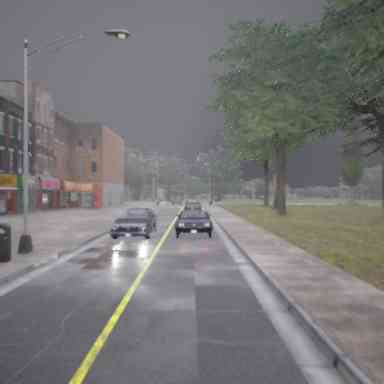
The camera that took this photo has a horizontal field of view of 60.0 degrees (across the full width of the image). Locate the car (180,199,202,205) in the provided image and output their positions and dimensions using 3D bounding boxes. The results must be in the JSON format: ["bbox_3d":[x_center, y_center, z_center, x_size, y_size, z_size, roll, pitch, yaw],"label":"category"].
[{"bbox_3d":[0.083,1.572,37.433,2.128,1.511,4.902,0,0,0],"label":"car"}]

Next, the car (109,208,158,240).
[{"bbox_3d":[-2.858,1.558,17.494,2.033,1.411,5.357,0,0,0],"label":"car"}]

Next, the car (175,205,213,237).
[{"bbox_3d":[0.092,1.613,18.200,1.895,1.301,4.718,0,0,0],"label":"car"}]

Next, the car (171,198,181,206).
[{"bbox_3d":[-2.775,1.712,60.051,2.033,1.411,5.357,0,-1,0],"label":"car"}]
